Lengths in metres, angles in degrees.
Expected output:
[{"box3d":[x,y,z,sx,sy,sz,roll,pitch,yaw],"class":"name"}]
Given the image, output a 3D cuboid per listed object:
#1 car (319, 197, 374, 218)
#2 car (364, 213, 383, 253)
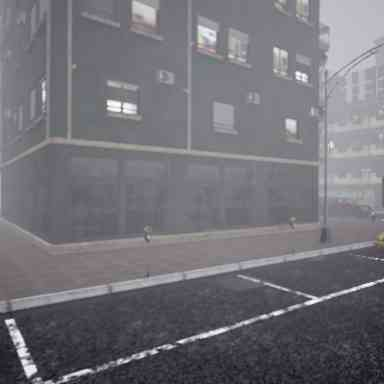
[{"box3d":[13.910,1.396,30.705,2.192,1.841,5.009,1,0,-36],"class":"car"},{"box3d":[8.907,1.592,12.912,4.829,1.417,1.752,0,0,-35],"class":"car"}]
